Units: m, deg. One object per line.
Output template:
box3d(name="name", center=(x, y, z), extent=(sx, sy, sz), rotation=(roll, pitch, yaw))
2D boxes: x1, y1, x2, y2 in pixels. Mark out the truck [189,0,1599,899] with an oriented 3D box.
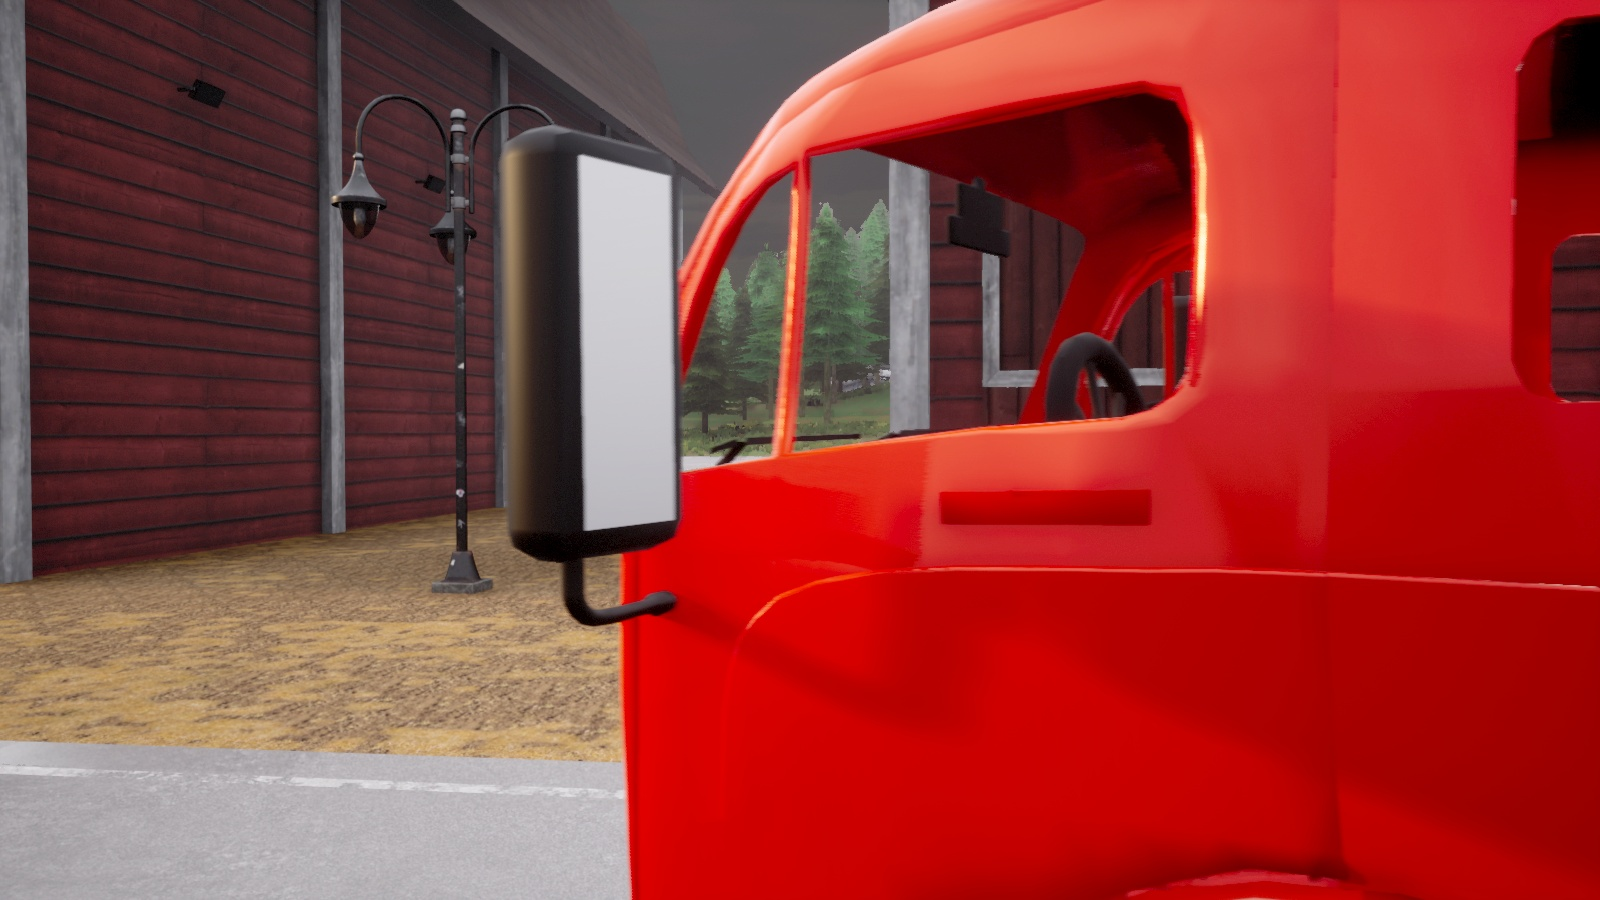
box3d(name="truck", center=(2.226, 0.331, 1.161), extent=(5.204, 2.467, 2.627), rotation=(1, 2, 32))
